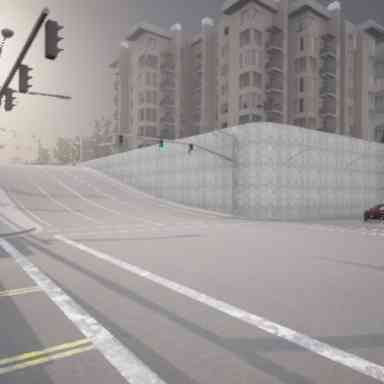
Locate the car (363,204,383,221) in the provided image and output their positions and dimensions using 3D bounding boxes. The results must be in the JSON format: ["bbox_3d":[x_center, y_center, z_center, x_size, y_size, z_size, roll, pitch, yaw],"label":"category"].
[{"bbox_3d":[16.866,1.779,28.925,5.008,1.535,1.882,1,0,-36],"label":"car"}]
